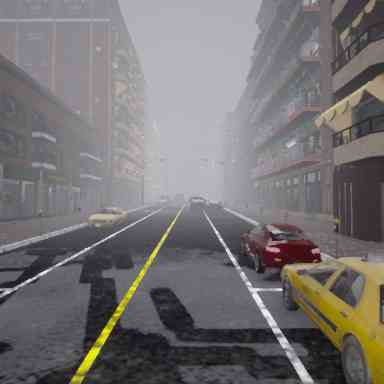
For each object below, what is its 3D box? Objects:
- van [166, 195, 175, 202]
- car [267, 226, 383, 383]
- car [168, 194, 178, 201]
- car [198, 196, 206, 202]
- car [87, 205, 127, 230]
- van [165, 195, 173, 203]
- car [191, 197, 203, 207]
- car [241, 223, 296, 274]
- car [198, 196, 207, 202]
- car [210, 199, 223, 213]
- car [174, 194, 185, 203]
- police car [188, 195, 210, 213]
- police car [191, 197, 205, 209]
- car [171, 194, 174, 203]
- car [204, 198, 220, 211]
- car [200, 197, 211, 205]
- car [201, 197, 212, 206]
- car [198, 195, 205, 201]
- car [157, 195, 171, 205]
[{"bbox_3d":[-5.292,1.551,82.177,1.690,1.788,3.998,1,0,0],"label":"van"},{"bbox_3d":[2.586,1.527,4.860,1.752,1.417,4.829,2,0,0],"label":"car"},{"bbox_3d":[-5.292,1.581,93.238,2.192,1.841,5.009,1,0,0],"label":"car"},{"bbox_3d":[2.583,1.782,87.645,1.887,1.381,4.507,1,0,0],"label":"car"},{"bbox_3d":[-5.294,1.544,21.177,1.752,1.417,4.829,2,0,0],"label":"car"},{"bbox_3d":[-5.291,1.525,76.645,1.690,1.788,3.998,2,0,0],"label":"van"},{"bbox_3d":[0.825,1.625,53.541,1.812,1.442,4.674,0,0,0],"label":"car"},{"bbox_3d":[2.584,1.588,10.219,1.802,1.307,4.206,1,0,0],"label":"car"},{"bbox_3d":[2.583,1.754,82.115,1.887,1.381,4.507,1,0,0],"label":"car"},{"bbox_3d":[2.584,1.597,37.869,1.887,1.381,4.507,1,0,0],"label":"car"},{"bbox_3d":[-2.751,1.364,75.964,2.150,2.045,5.566,0,0,0],"label":"car"},{"bbox_3d":[0.711,1.476,37.647,1.930,1.638,5.238,0,0,0],"label":"police car"},{"bbox_3d":[0.825,1.505,47.649,1.930,1.638,5.238,0,0,0],"label":"police car"},{"bbox_3d":[-5.290,1.455,65.587,2.192,1.841,5.009,2,0,0],"label":"car"},{"bbox_3d":[2.585,1.592,43.571,1.752,1.417,4.829,1,0,0],"label":"car"},{"bbox_3d":[2.583,1.691,65.523,2.008,1.369,4.403,1,0,0],"label":"car"},{"bbox_3d":[2.584,1.665,59.991,1.887,1.381,4.507,1,0,0],"label":"car"},{"bbox_3d":[2.593,1.706,93.177,1.967,1.590,4.097,1,0,0],"label":"car"},{"bbox_3d":[-5.296,1.645,59.884,1.752,1.417,4.829,2,0,0],"label":"car"}]
